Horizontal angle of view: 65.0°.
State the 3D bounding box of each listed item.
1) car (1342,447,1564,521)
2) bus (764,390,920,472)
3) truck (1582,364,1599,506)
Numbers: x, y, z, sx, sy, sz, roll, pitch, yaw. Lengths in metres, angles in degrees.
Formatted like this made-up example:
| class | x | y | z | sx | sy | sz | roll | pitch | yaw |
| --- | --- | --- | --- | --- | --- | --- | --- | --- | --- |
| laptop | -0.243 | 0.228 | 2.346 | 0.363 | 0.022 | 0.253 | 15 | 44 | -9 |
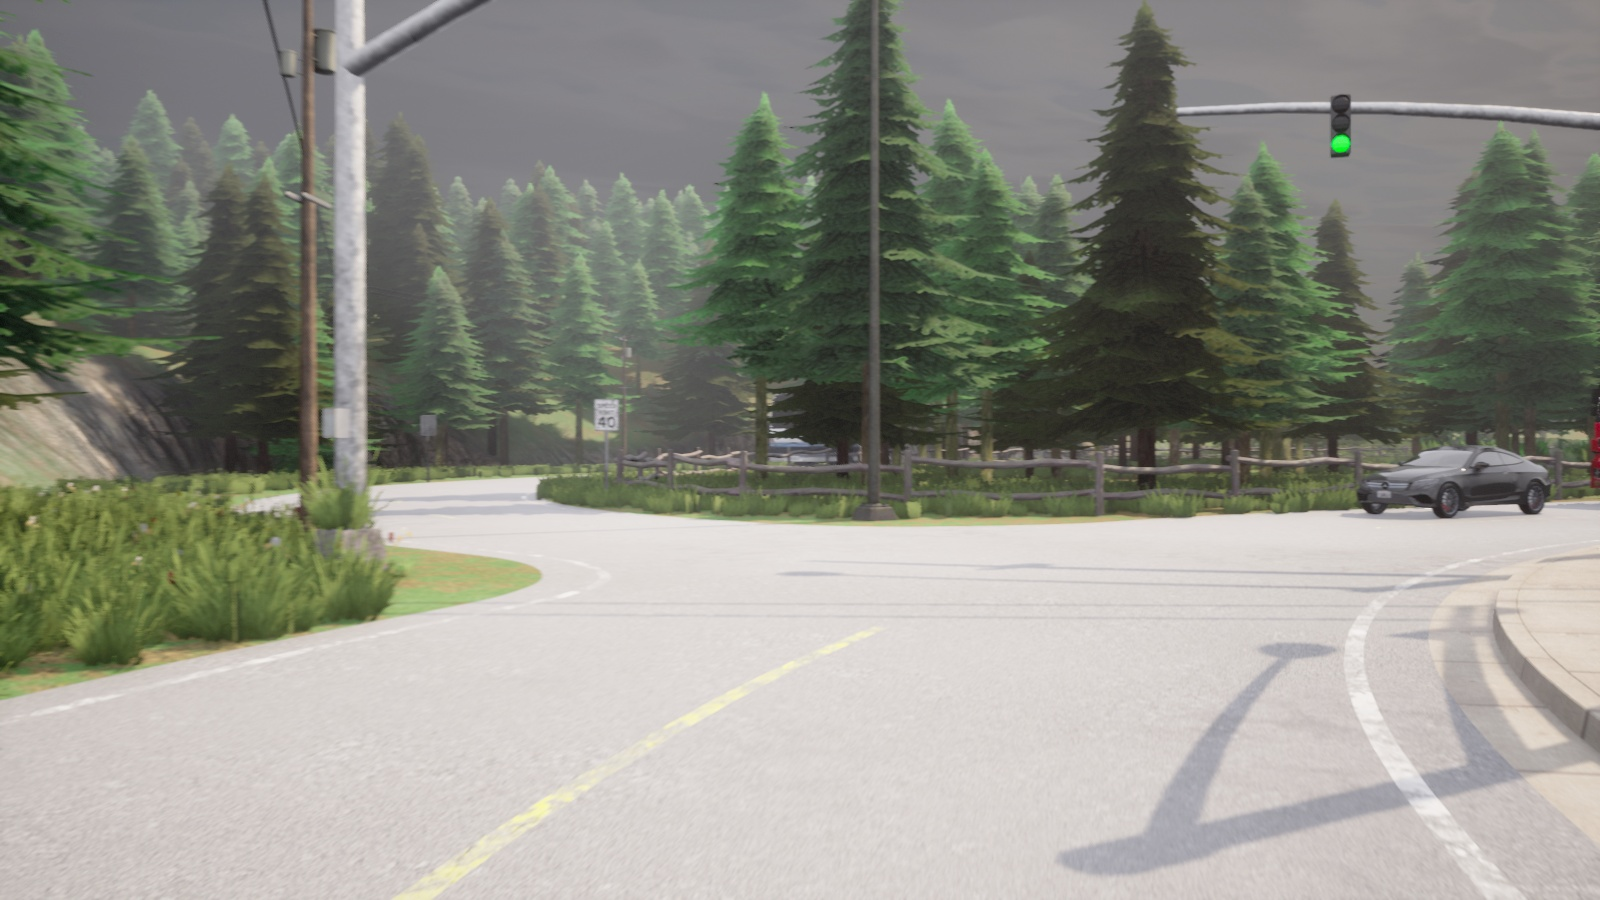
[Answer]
| class | x | y | z | sx | sy | sz | roll | pitch | yaw |
| --- | --- | --- | --- | --- | --- | --- | --- | --- | --- |
| car | 13.696 | 0.653 | 26.284 | 4.674 | 1.442 | 1.812 | 0 | 0 | -29 |
| bus | 2.573 | -0.998 | 70.654 | 3.944 | 4.253 | 10.273 | 0 | 0 | 34 |
| truck | 23.415 | -0.363 | 31.465 | 7.936 | 3.462 | 2.891 | 0 | 0 | -28 |
